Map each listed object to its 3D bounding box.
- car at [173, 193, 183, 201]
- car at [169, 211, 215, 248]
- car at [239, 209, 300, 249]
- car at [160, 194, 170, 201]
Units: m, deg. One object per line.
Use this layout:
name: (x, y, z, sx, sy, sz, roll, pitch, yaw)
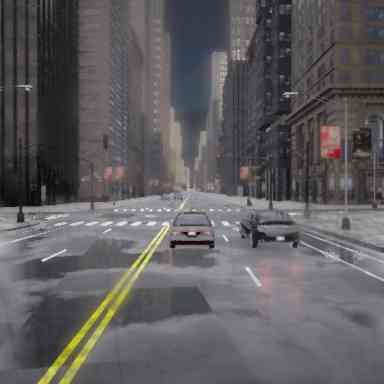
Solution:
car: (-3.250, 1.168, 79.253, 2.150, 2.045, 5.566, 0, 0, 0)
car: (0.000, 1.563, 14.650, 2.033, 1.411, 5.357, 0, 0, 0)
car: (3.250, 1.495, 14.651, 2.128, 1.511, 4.902, 0, 0, 0)
car: (-6.500, 1.298, 79.313, 2.097, 1.767, 4.553, 0, 0, 0)
